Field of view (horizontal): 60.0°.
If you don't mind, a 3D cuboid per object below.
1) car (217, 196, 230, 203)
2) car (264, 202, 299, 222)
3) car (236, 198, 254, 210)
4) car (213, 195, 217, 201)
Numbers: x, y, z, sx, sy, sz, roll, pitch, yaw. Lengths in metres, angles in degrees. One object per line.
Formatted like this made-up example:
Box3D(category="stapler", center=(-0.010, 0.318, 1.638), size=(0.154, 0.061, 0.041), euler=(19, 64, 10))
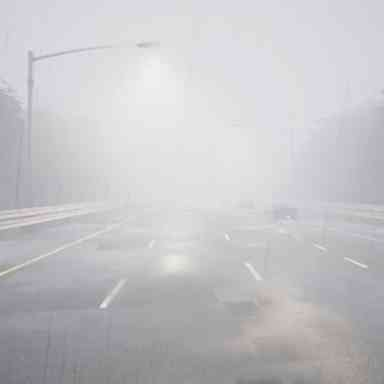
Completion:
Box3D(category="car", center=(7.281, 1.728, 74.984), size=(1.812, 1.442, 4.674), euler=(0, 0, 0))
Box3D(category="car", center=(7.029, 1.562, 26.586), size=(1.837, 1.490, 4.892), euler=(0, 0, 0))
Box3D(category="car", center=(7.093, 1.604, 44.664), size=(1.882, 1.535, 5.008), euler=(0, 0, 0))
Box3D(category="car", center=(7.410, 1.772, 90.023), size=(1.812, 1.442, 4.674), euler=(0, 0, 1))
